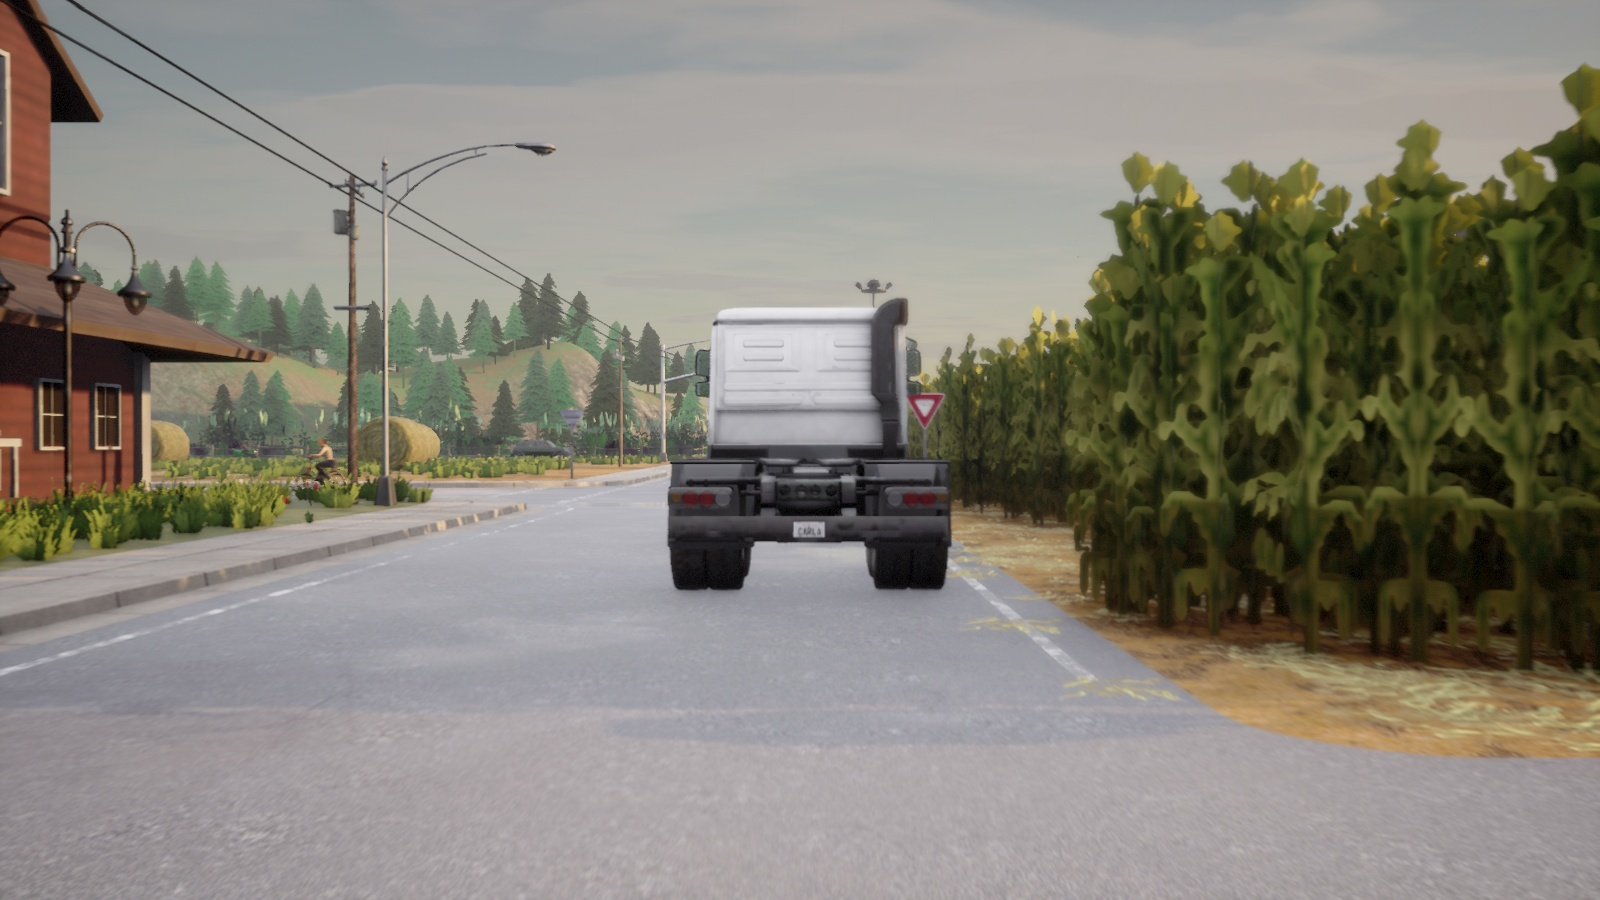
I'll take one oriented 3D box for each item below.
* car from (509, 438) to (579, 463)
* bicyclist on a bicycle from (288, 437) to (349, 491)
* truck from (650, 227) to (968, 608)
[{"bbox_3d":[-18.522,0.009,90.883,4.553,1.767,2.097,0,0,3],"label":"car"},{"bbox_3d":[-14.556,0.416,37.957,1.509,1.612,0.866,0,0,0],"label":"bicyclist on a bicycle"},{"bbox_3d":[0.104,-0.327,15.396,2.891,3.462,7.936,0,0,0],"label":"truck"}]
